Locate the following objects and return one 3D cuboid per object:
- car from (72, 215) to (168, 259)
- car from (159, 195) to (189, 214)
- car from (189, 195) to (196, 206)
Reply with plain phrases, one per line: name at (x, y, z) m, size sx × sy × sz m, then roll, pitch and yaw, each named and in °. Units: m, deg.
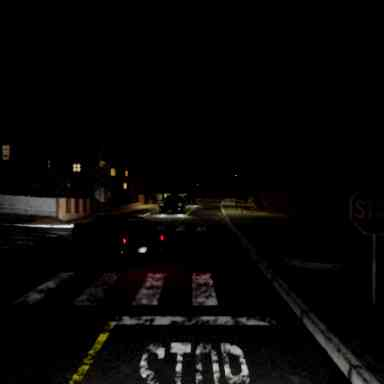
car at (-2.833, 1.483, 12.170) m, size 1.895 × 1.301 × 4.718 m, roll 1°, pitch 0°, yaw -36°
car at (-1.794, 1.086, 31.601) m, size 2.097 × 1.767 × 4.553 m, roll 0°, pitch 0°, yaw 4°
car at (-0.441, 1.174, 48.222) m, size 1.837 × 1.490 × 4.892 m, roll 0°, pitch 0°, yaw 6°
